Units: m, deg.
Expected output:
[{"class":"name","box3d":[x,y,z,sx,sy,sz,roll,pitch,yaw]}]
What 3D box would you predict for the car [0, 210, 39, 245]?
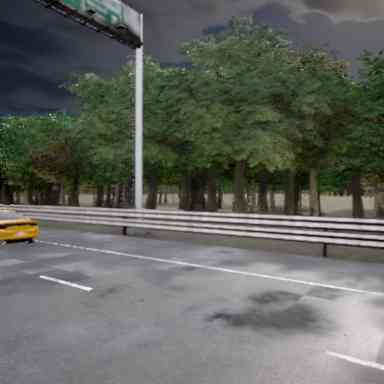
[{"class":"car","box3d":[-8.734,1.511,14.546,5.008,1.535,1.882,0,0,36]}]
